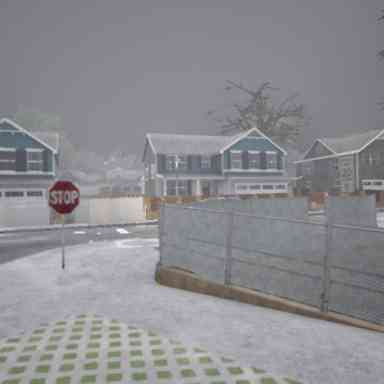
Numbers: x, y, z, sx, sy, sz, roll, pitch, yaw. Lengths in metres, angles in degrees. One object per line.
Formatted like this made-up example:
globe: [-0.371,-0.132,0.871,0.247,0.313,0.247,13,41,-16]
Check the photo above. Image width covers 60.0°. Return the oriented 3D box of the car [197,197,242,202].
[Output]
car: [0.879,1.069,14.974,4.181,1.385,1.994,-2,0,-19]
